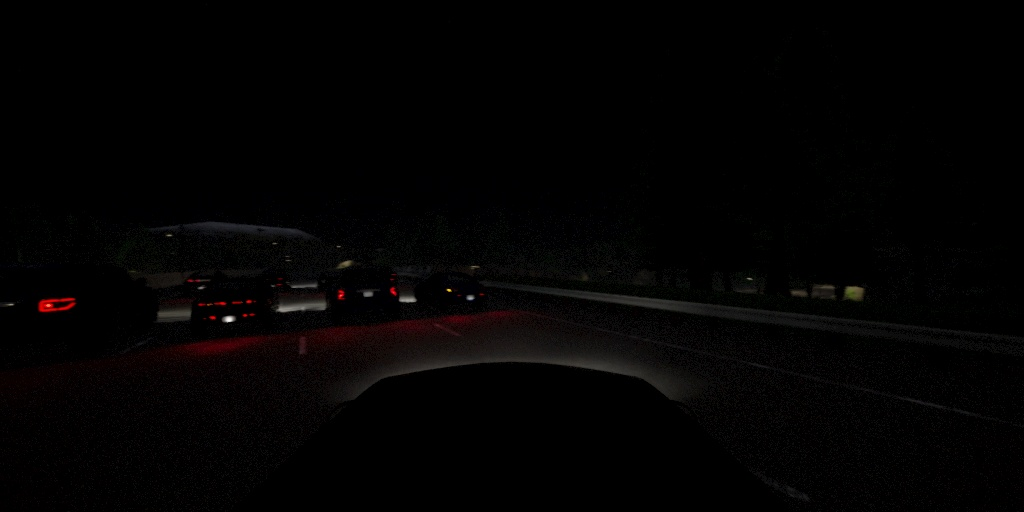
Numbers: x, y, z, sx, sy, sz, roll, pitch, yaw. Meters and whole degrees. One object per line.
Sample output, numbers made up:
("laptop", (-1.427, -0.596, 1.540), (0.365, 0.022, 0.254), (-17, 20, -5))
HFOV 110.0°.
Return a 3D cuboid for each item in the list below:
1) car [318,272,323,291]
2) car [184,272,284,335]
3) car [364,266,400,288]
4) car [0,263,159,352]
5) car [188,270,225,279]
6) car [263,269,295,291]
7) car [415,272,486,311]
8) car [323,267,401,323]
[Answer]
("car", (-12.638, 1.690, 25.355), (1.895, 1.301, 4.718), (-1, 0, -30))
("car", (-8.713, 1.456, 11.625), (1.837, 1.490, 4.892), (-1, 0, -30))
("car", (-10.367, 1.573, 28.427), (1.837, 1.490, 4.892), (-1, 0, -30))
("car", (-11.368, 1.208, 9.213), (2.150, 2.045, 5.566), (-1, 0, -30))
("car", (-19.421, 1.687, 23.110), (2.128, 1.511, 4.902), (-1, 0, -30))
("car", (-16.416, 1.658, 24.904), (1.837, 1.490, 4.892), (-1, 0, -30))
("car", (-2.702, 1.393, 15.214), (1.812, 1.442, 4.674), (-1, -1, -31))
("car", (-5.620, 1.259, 13.260), (2.097, 1.767, 4.553), (-1, 0, -30))
